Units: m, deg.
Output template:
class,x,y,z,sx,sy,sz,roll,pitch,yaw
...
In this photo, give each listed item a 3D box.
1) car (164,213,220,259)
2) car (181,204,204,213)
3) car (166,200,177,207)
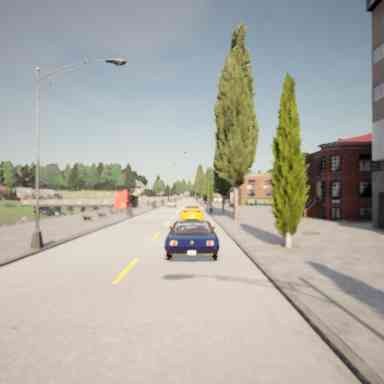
class,x,y,z,sx,sy,sz,roll,pitch,yaw
car,0.011,1.746,13.232,1.895,1.301,4.718,0,-1,0
car,0.017,1.796,29.240,1.882,1.535,5.008,0,0,0
car,-4.024,2.307,64.929,1.895,1.301,4.718,0,-1,0
